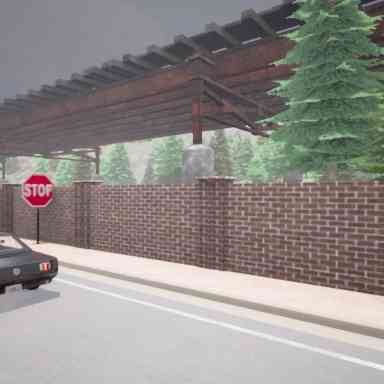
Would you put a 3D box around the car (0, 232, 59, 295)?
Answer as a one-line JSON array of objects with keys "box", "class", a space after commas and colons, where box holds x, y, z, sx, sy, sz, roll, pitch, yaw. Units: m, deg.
[{"box": [-5.265, 1.601, 7.805, 4.718, 1.301, 1.895, 0, 0, 36], "class": "car"}]
